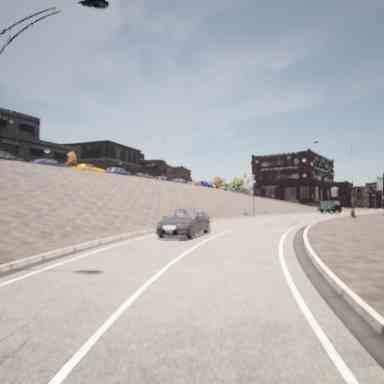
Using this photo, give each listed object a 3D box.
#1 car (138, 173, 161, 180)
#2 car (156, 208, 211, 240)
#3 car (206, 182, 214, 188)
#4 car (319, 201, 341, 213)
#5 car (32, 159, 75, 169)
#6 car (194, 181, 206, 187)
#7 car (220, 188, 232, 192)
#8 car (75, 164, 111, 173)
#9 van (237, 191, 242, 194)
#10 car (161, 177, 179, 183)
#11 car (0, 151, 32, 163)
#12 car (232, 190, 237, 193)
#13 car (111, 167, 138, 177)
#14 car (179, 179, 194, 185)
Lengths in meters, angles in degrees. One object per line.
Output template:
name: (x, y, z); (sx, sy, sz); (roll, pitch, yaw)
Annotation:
car: (-7.687, -2.239, 53.443); (2.163, 1.488, 4.792); (-2, -4, 31)
car: (-0.347, 1.641, 18.140); (2.128, 1.511, 4.902); (-1, -1, 18)
car: (2.924, -1.227, 72.897); (2.435, 2.045, 5.566); (-1, -4, 27)
car: (22.360, 2.400, 53.660); (2.150, 2.045, 5.566); (-2, -3, 38)
car: (-16.788, -3.128, 39.352); (2.002, 1.452, 4.674); (-2, -4, 35)
car: (0.389, -1.458, 67.896); (2.185, 1.767, 4.553); (-1, -4, 28)
car: (7.564, -0.159, 82.870); (2.002, 1.452, 4.674); (-1, -5, 24)
car: (-13.678, -2.874, 43.940); (2.097, 1.535, 5.008); (-2, -4, 34)
van: (11.910, 0.462, 93.192); (1.878, 1.987, 4.442); (-1, -5, 22)
car: (-4.893, -1.927, 58.193); (2.002, 1.452, 4.674); (-2, -4, 30)
car: (-19.995, -3.452, 34.836); (2.231, 1.521, 4.892); (-2, -4, 36)
car: (9.748, 0.267, 87.946); (2.002, 1.452, 4.674); (-1, -5, 23)
car: (-10.680, -2.704, 48.578); (2.185, 1.767, 4.553); (-2, -4, 33)
car: (-2.249, -1.666, 62.919); (2.231, 1.521, 4.892); (-1, -4, 29)
